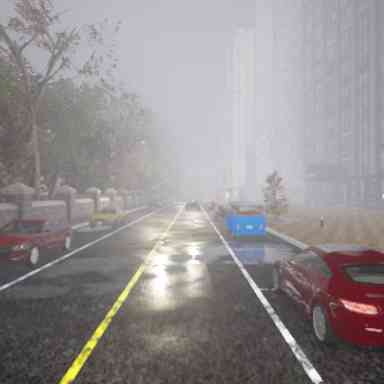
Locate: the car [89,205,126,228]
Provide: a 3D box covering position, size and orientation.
[{"bbox_3d":[-5.683,1.614,22.831,1.752,1.417,4.829,0,0,0],"label":"car"}]

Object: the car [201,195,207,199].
[{"bbox_3d":[2.705,1.653,51.160,1.967,1.590,4.097,0,0,0],"label":"car"}]

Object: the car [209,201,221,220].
[{"bbox_3d":[2.699,1.695,28.630,1.802,1.307,4.206,0,0,0],"label":"car"}]

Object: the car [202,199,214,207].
[{"bbox_3d":[2.706,1.822,56.791,1.802,1.307,4.206,0,0,0],"label":"car"}]

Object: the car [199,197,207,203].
[{"bbox_3d":[2.713,1.893,79.489,1.752,1.417,4.829,0,0,0],"label":"car"}]

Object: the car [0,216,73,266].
[{"bbox_3d":[-5.686,1.588,11.736,1.887,1.381,4.507,0,0,0],"label":"car"}]

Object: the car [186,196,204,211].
[{"bbox_3d":[0.114,1.676,44.711,2.128,1.511,4.902,0,0,0],"label":"car"}]

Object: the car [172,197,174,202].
[{"bbox_3d":[-5.669,1.774,73.690,1.967,1.590,4.097,0,0,0],"label":"car"}]

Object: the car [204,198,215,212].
[{"bbox_3d":[2.702,1.744,39.895,1.802,1.307,4.206,0,0,0],"label":"car"}]

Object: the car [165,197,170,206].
[{"bbox_3d":[-5.673,1.710,62.426,1.967,1.590,4.097,0,0,0],"label":"car"}]

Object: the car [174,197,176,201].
[{"bbox_3d":[-5.666,1.981,84.955,1.802,1.307,4.206,0,0,0],"label":"car"}]

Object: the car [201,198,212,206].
[{"bbox_3d":[2.707,1.821,62.423,2.008,1.369,4.403,0,0,0],"label":"car"}]

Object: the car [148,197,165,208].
[{"bbox_3d":[-5.675,1.778,51.162,1.947,1.339,4.313,0,0,0],"label":"car"}]

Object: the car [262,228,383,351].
[{"bbox_3d":[2.693,1.605,6.102,1.802,1.307,4.206,0,0,0],"label":"car"}]

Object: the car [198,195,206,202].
[{"bbox_3d":[2.716,1.746,90.586,2.192,1.841,5.009,0,0,0],"label":"car"}]

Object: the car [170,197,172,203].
[{"bbox_3d":[-5.671,1.867,68.056,1.947,1.339,4.313,0,0,0],"label":"car"}]

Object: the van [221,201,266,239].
[{"bbox_3d":[2.696,1.407,17.368,1.690,1.788,3.998,0,0,0],"label":"van"}]
